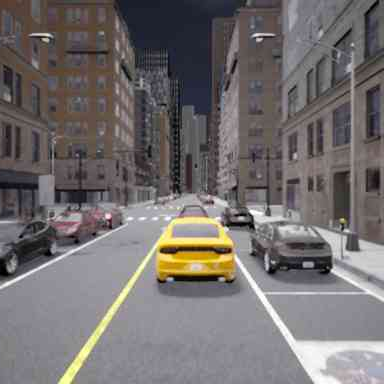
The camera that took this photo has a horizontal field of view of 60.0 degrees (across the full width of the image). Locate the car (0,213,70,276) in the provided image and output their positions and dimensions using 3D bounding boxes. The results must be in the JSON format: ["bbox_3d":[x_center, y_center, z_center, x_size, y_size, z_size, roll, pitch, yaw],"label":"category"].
[{"bbox_3d":[-5.672,1.566,10.348,1.947,1.339,4.313,0,0,0],"label":"car"}]

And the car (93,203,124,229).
[{"bbox_3d":[-5.674,1.442,21.351,1.967,1.590,4.097,0,0,0],"label":"car"}]

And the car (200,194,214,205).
[{"bbox_3d":[2.878,1.479,58.442,1.967,1.590,4.097,0,0,0],"label":"car"}]

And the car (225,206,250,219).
[{"bbox_3d":[2.851,1.567,21.352,1.947,1.339,4.313,0,0,0],"label":"car"}]

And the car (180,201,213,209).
[{"bbox_3d":[0.079,1.566,22.309,1.994,1.385,4.181,0,0,-1],"label":"car"}]

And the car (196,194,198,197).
[{"bbox_3d":[2.930,1.565,90.896,1.967,1.590,4.097,0,0,0],"label":"car"}]

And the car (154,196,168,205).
[{"bbox_3d":[-5.647,1.621,58.453,1.802,1.307,4.206,0,0,0],"label":"car"}]

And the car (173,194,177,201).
[{"bbox_3d":[-5.603,1.631,85.326,1.752,1.417,4.829,0,0,0],"label":"car"}]

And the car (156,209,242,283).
[{"bbox_3d":[0.095,1.478,9.679,1.882,1.535,5.008,0,0,0],"label":"car"}]

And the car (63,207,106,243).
[{"bbox_3d":[-5.673,1.583,15.849,1.802,1.307,4.206,0,0,0],"label":"car"}]

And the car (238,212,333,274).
[{"bbox_3d":[2.853,1.551,10.349,2.008,1.369,4.403,0,0,0],"label":"car"}]

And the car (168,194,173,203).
[{"bbox_3d":[-5.629,1.611,69.270,2.008,1.369,4.403,0,0,0],"label":"car"}]

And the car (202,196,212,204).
[{"bbox_3d":[2.887,1.574,64.021,1.752,1.417,4.829,0,0,0],"label":"car"}]

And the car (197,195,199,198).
[{"bbox_3d":[2.912,1.528,80.078,1.967,1.590,4.097,0,0,0],"label":"car"}]

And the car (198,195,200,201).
[{"bbox_3d":[2.896,1.610,69.260,2.008,1.369,4.403,0,0,0],"label":"car"}]
